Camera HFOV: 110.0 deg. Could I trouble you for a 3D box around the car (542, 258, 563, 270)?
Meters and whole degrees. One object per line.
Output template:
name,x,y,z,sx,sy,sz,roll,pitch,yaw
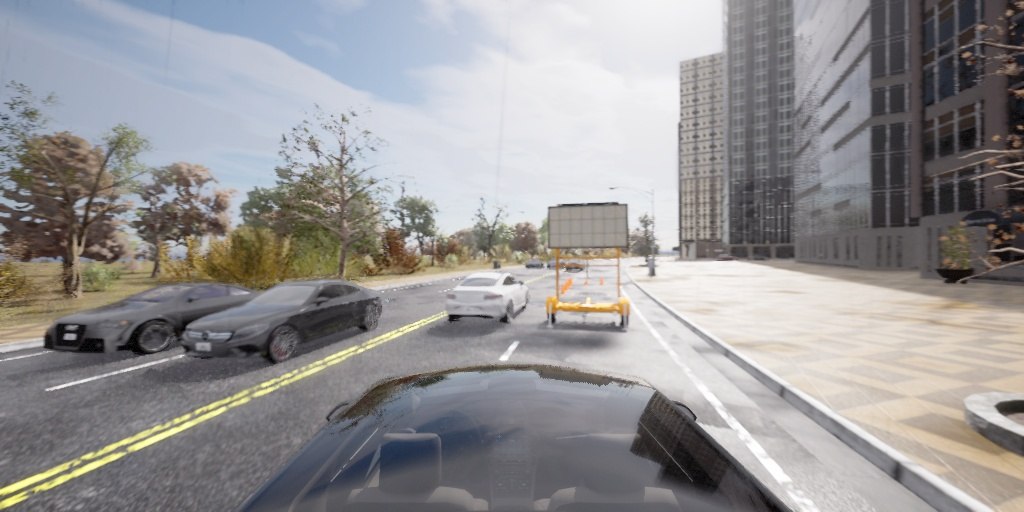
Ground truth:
car,6.056,1.063,49.239,2.128,1.511,4.902,0,0,19

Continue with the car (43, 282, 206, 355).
car,-8.112,1.362,8.859,1.994,1.385,4.181,0,0,12

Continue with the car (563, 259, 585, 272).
car,7.705,1.102,43.222,1.812,1.442,4.674,0,0,17

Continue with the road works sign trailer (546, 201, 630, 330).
road works sign trailer,2.339,0.170,11.040,2.380,3.560,2.880,0,0,13

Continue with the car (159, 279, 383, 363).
car,-4.868,1.298,8.477,1.812,1.442,4.674,0,0,12

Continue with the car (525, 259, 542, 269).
car,3.225,1.153,50.990,1.994,1.385,4.181,0,0,19

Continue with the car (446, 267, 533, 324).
car,-0.664,1.255,11.817,1.812,1.442,4.674,-1,0,12
